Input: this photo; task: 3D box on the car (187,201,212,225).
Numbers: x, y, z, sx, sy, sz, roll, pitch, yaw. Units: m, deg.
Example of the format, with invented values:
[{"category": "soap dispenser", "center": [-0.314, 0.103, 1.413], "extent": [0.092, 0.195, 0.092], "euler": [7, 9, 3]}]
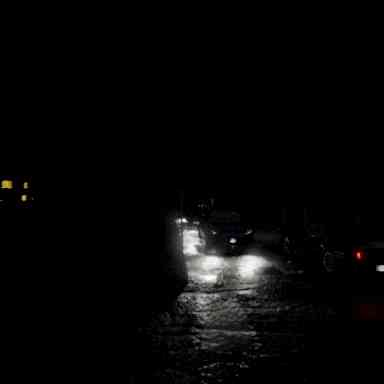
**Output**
[{"category": "car", "center": [0.637, 1.601, 24.282], "extent": [1.895, 1.301, 4.718], "euler": [0, 0, -5]}]

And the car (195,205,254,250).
[{"category": "car", "center": [1.338, 1.502, 14.455], "extent": [1.812, 1.442, 4.674], "euler": [0, 0, -4]}]

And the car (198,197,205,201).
[{"category": "car", "center": [-0.299, 1.518, 34.641], "extent": [2.128, 1.511, 4.902], "euler": [0, 0, -6]}]

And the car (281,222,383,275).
[{"category": "car", "center": [4.397, 1.560, 10.281], "extent": [1.895, 1.301, 4.718], "euler": [0, 0, -6]}]

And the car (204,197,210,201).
[{"category": "car", "center": [1.438, 1.403, 45.584], "extent": [2.097, 1.767, 4.553], "euler": [0, 0, -5]}]
